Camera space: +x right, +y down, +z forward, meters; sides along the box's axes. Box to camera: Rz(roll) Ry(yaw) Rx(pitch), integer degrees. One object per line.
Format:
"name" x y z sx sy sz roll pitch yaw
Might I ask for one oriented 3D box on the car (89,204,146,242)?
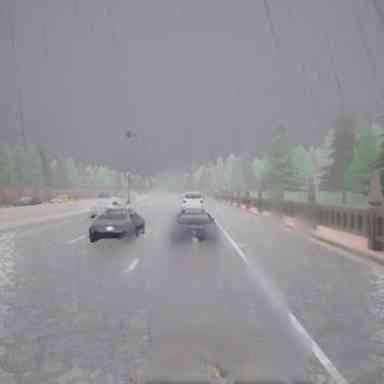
"car" -3.404 1.476 15.791 1.994 1.385 4.181 0 0 0

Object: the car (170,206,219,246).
"car" 0.088 1.520 14.653 1.895 1.301 4.718 0 0 0

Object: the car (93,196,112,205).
"car" -14.238 1.306 53.267 1.895 1.301 4.718 0 0 -2

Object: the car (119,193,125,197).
"car" -18.532 1.038 86.481 1.812 1.442 4.674 0 0 -1

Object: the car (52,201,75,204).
"car" -17.604 1.228 45.255 1.882 1.535 5.008 0 0 0

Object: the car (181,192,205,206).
"car" 0.093 1.038 33.279 2.150 2.045 5.566 0 0 0

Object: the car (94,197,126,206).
"car" -6.920 1.375 27.271 1.812 1.442 4.674 0 0 0
